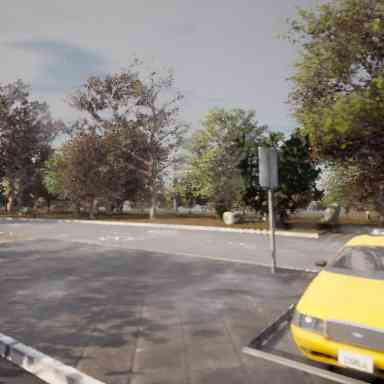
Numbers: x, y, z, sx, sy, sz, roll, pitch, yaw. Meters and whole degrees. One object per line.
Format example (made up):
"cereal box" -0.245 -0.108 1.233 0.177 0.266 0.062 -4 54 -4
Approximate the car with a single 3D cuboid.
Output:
"car" 3.286 1.454 5.700 1.946 1.575 5.366 0 0 36
